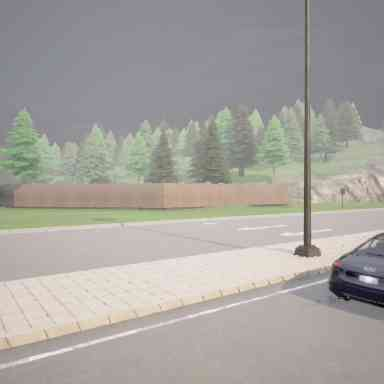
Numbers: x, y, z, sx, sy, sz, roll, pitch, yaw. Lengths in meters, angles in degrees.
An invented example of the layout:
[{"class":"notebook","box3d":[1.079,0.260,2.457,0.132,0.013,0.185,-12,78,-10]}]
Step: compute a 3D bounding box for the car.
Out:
[{"class":"car","box3d":[4.833,1.564,7.194,4.181,1.385,1.994,0,0,-35]}]
